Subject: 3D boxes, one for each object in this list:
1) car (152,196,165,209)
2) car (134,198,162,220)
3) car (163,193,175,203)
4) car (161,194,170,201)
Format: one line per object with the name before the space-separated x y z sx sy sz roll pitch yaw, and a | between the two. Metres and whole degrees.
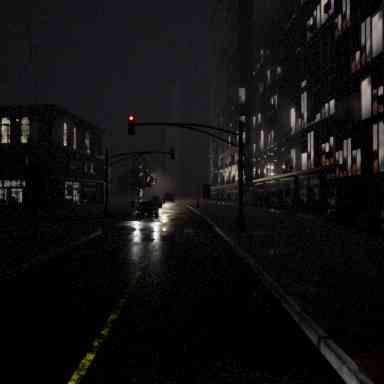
car | -5.046 1.555 45.789 1.994 1.385 4.181 0 0 -5
car | -3.707 1.504 27.974 1.837 1.490 4.892 0 -1 -3
car | -4.869 1.208 69.136 2.150 2.045 5.566 0 0 -8
car | -6.418 1.335 79.403 1.812 1.442 4.674 0 0 -10
